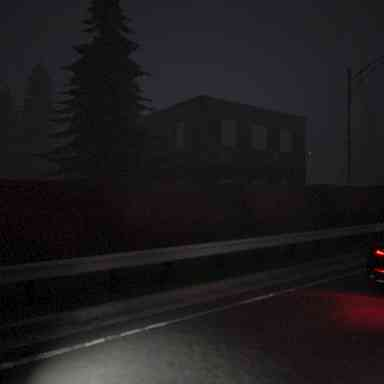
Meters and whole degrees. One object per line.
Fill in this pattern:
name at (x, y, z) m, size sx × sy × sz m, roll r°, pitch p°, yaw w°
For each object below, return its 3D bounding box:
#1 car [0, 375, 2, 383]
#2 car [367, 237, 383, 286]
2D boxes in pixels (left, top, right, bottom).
car at (-3.404, 1.527, 1.326) m, size 4.674 × 1.442 × 1.812 m, roll 0°, pitch 0°, yaw -35°
car at (6.199, 1.499, 8.175) m, size 4.892 × 1.490 × 1.837 m, roll 0°, pitch 0°, yaw -35°
